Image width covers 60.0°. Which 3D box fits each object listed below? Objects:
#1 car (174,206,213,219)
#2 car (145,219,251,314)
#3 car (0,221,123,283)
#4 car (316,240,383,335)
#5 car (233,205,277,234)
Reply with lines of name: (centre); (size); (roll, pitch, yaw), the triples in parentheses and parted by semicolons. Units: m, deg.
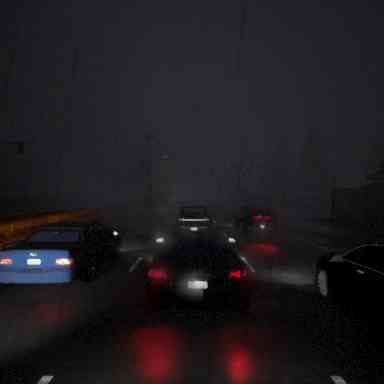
car: (0.093, 1.491, 17.672); (2.128, 1.511, 4.902); (0, 0, 0)
car: (0.097, 1.564, 7.723); (1.994, 1.385, 4.181); (0, 0, 0)
car: (-3.402, 1.547, 9.659); (2.033, 1.411, 5.357); (0, 0, 0)
car: (3.596, 1.506, 5.337); (1.837, 1.490, 4.892); (0, 0, 0)
car: (3.593, 1.504, 19.347); (1.837, 1.490, 4.892); (0, 0, 0)
